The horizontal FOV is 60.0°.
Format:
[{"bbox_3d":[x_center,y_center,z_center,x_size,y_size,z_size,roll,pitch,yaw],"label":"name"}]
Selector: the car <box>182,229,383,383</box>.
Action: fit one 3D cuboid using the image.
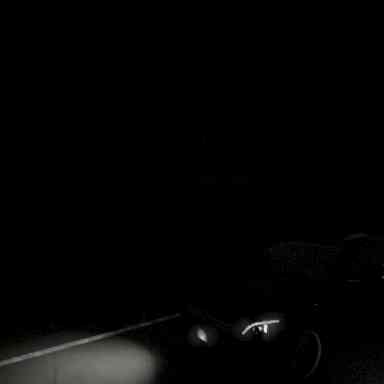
[{"bbox_3d":[2.045,1.383,5.309,4.674,1.442,1.812,-2,1,-34],"label":"car"}]
